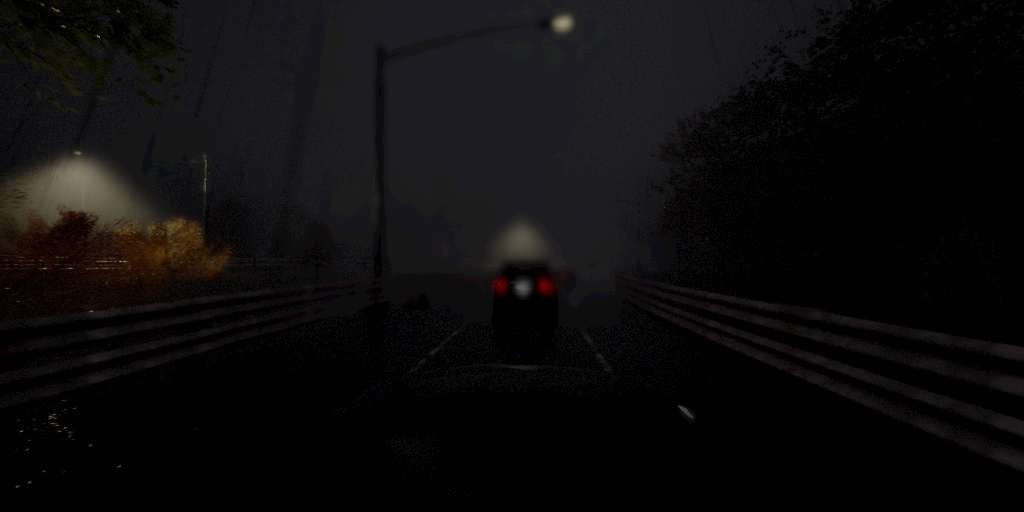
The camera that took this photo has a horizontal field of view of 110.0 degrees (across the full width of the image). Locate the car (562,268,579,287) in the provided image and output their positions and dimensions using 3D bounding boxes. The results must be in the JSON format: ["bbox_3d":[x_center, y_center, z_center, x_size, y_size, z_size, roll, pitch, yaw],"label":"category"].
[{"bbox_3d":[4.254,1.716,29.275,2.128,1.511,4.902,0,-1,18],"label":"car"}]

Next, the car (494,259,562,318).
[{"bbox_3d":[0.732,1.151,14.091,2.150,2.045,5.566,0,-1,8],"label":"car"}]
